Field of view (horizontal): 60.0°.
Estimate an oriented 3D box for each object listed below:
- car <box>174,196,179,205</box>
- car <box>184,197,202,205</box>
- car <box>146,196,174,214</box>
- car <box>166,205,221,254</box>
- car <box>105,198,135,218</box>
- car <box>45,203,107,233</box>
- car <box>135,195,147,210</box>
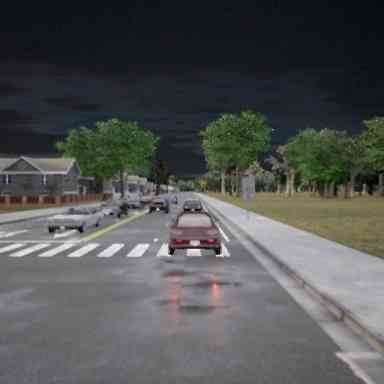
[{"bbox_3d":[-3.250,1.290,54.365,2.033,1.411,5.357,0,0,1],"label":"car"},{"bbox_3d":[0.081,1.444,33.791,1.895,1.301,4.718,0,0,0],"label":"car"},{"bbox_3d":[-3.171,1.349,33.532,1.837,1.490,4.892,0,0,0],"label":"car"},{"bbox_3d":[0.093,1.469,13.042,1.812,1.442,4.674,0,0,0],"label":"car"},{"bbox_3d":[-6.610,1.360,28.451,2.128,1.511,4.902,0,0,0],"label":"car"},{"bbox_3d":[-6.611,1.515,19.177,1.895,1.301,4.718,0,0,0],"label":"car"},{"bbox_3d":[-6.598,1.385,38.336,1.994,1.385,4.181,0,0,0],"label":"car"}]
